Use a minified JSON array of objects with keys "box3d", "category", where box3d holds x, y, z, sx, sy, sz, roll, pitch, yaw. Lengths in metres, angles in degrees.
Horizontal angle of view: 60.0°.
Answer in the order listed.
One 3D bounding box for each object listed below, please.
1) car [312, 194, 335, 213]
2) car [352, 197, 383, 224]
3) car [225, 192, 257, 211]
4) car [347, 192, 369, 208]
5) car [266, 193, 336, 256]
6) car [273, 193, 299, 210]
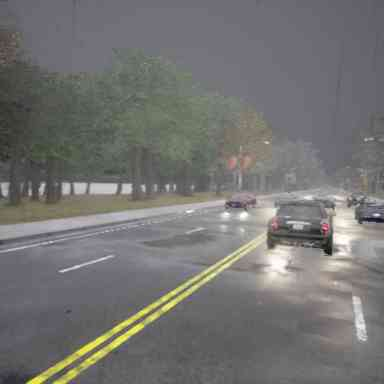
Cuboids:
[{"box3d":[12.308,0.992,30.968,1.812,1.442,4.674,2,2,23],"category":"car"},{"box3d":[11.532,1.260,21.142,1.994,1.385,4.181,2,2,24],"category":"car"},{"box3d":[4.473,0.789,29.739,1.882,1.535,5.008,2,1,24],"category":"car"},{"box3d":[18.492,0.816,37.078,2.097,1.767,4.553,2,2,24],"category":"car"},{"box3d":[4.246,1.101,12.541,2.097,1.767,4.553,2,2,24],"category":"car"},{"box3d":[9.433,0.873,32.983,1.812,1.442,4.674,2,2,24],"category":"car"}]
